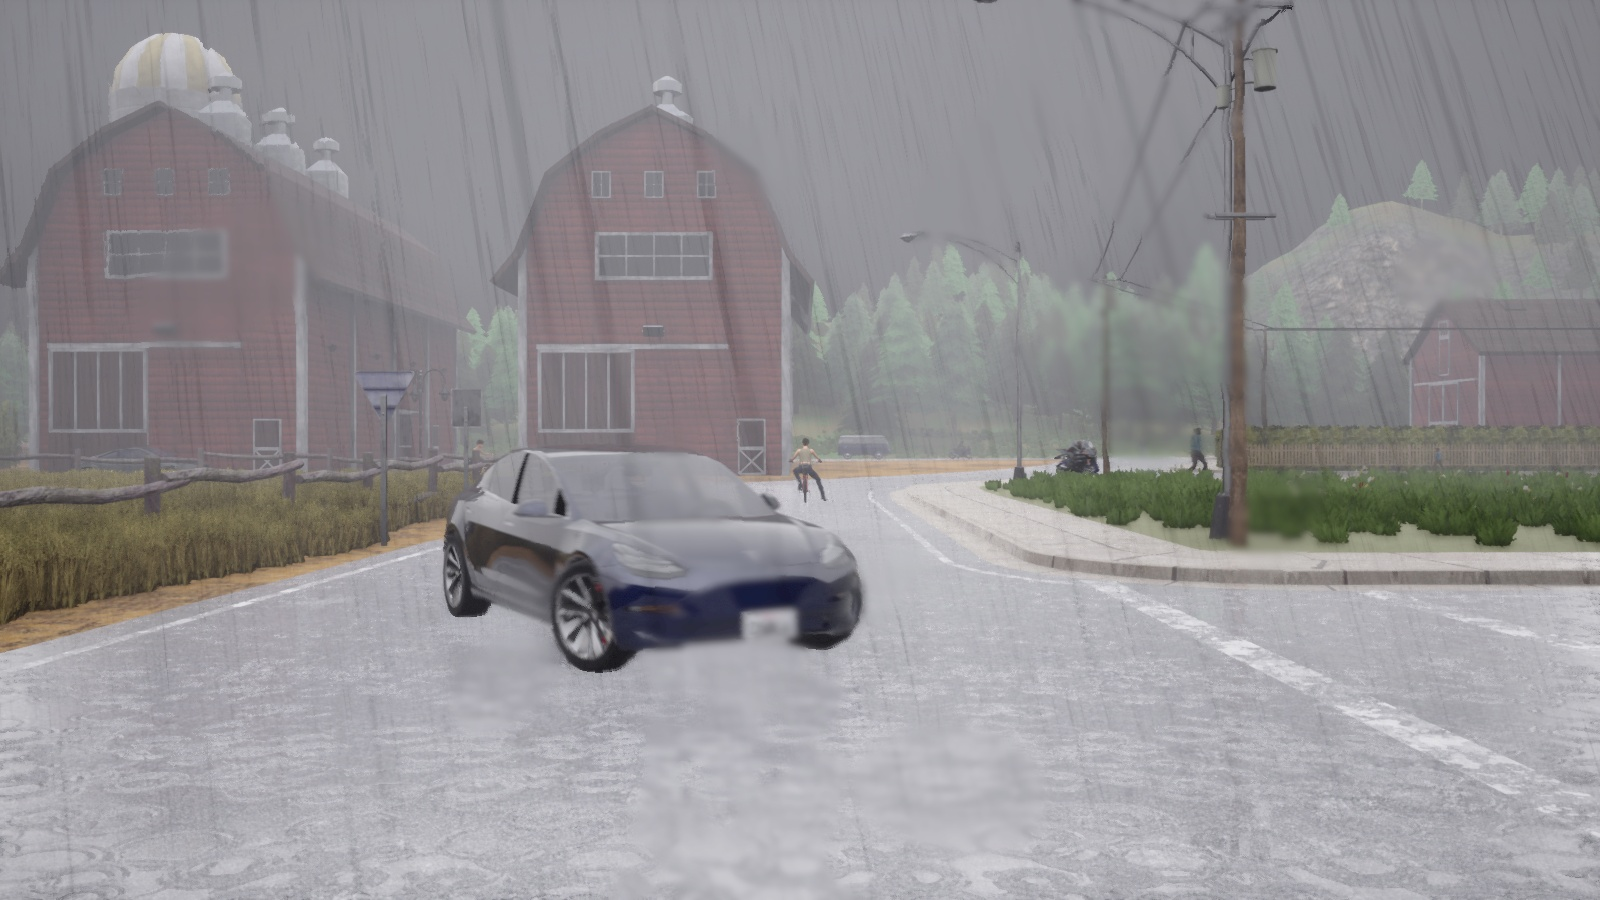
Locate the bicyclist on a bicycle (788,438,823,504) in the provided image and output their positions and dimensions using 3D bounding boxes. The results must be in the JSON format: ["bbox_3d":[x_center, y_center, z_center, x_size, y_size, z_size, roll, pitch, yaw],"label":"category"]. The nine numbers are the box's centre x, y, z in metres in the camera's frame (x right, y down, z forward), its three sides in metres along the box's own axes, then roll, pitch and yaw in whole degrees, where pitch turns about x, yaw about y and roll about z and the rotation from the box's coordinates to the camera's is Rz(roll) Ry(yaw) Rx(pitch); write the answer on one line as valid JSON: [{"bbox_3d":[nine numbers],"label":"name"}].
[{"bbox_3d":[0.136,0.505,31.583,0.866,1.612,1.509,0,0,1],"label":"bicyclist on a bicycle"}]

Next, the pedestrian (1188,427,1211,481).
[{"bbox_3d":[14.163,0.135,44.546,0.692,1.930,0.396,0,0,-5],"label":"pedestrian"}]

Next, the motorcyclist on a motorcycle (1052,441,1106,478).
[{"bbox_3d":[12.028,0.403,54.193,0.866,1.530,2.191,2,-1,-39],"label":"motorcyclist on a motorcycle"}]

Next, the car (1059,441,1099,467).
[{"bbox_3d":[16.482,0.204,74.069,1.845,1.501,3.633,0,1,20],"label":"car"}]

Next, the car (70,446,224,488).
[{"bbox_3d":[-22.164,0.551,42.750,4.181,1.385,1.994,0,0,-3],"label":"car"}]

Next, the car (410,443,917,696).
[{"bbox_3d":[-1.381,0.689,9.999,2.163,1.488,4.792,0,0,-32],"label":"car"}]
